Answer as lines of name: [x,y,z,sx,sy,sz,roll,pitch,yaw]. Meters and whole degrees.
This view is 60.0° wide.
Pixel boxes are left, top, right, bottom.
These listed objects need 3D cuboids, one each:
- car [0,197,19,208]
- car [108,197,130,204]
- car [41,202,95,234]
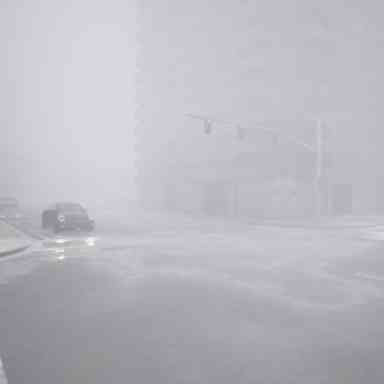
car: [-22.441,1.384,40.587,1.837,1.490,4.892,1,0,-36]
car: [-15.538,1.771,70.987,4.902,1.511,2.128,1,0,-36]
car: [-7.460,1.405,19.838,2.097,1.767,4.553,1,-1,-36]
